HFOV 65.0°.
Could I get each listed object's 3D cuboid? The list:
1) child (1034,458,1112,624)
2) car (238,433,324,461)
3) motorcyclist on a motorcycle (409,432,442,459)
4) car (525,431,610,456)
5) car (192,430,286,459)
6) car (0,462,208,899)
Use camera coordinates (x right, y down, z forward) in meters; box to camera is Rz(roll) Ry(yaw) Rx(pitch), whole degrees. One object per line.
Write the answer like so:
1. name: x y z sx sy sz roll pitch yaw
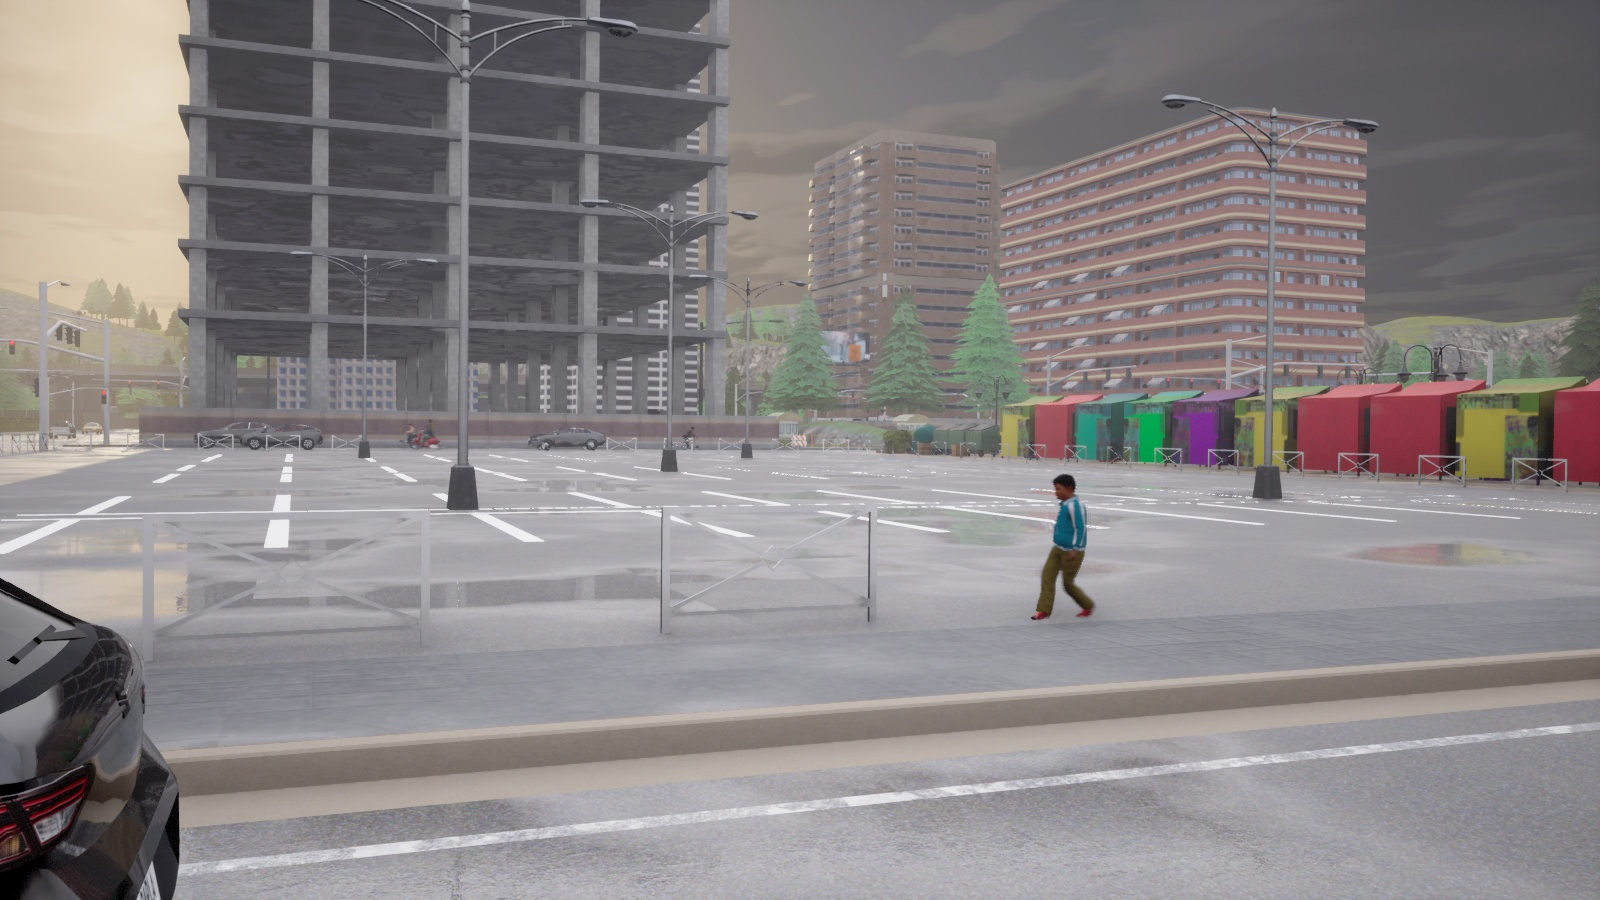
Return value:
1. child: 2.028 0.663 9.351 0.448 1.192 0.343 -1 1 -18
2. car: -29.989 -0.169 72.661 4.514 1.525 2.007 -1 1 -22
3. motorcyclist on a motorcycle: -22.564 -0.291 75.702 1.817 1.590 0.866 -1 1 -22
4. car: -14.648 -0.428 78.943 4.902 1.511 2.128 -1 1 -22
5. car: -33.451 -0.338 75.023 5.027 1.651 2.152 -1 1 -22
6. car: -3.322 0.815 1.970 4.193 1.474 1.816 -1 1 -21
